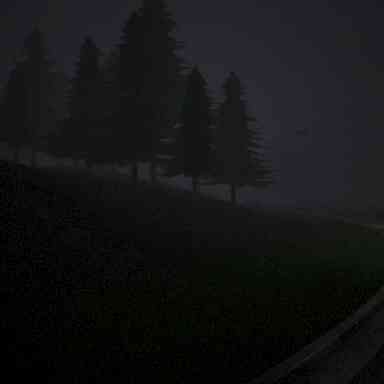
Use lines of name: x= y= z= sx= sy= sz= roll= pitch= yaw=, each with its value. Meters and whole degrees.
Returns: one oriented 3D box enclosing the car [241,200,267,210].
car: x=9.573 y=1.984 z=51.348 sx=1.837 sy=1.490 sz=4.892 roll=0 pitch=0 yaw=-27
